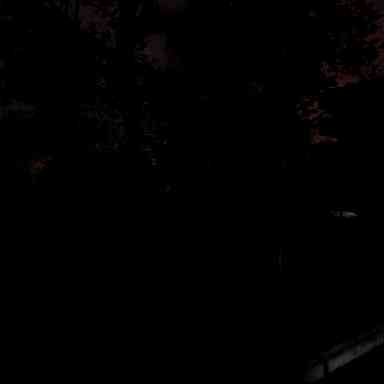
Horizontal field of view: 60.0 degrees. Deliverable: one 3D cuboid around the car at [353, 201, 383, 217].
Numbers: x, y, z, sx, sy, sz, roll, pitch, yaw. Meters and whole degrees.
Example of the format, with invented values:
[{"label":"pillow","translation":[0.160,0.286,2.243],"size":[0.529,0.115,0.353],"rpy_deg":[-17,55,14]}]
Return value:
[{"label":"car","translation":[15.682,1.428,27.097],"size":[1.837,1.490,4.892],"rpy_deg":[2,1,-31]}]
